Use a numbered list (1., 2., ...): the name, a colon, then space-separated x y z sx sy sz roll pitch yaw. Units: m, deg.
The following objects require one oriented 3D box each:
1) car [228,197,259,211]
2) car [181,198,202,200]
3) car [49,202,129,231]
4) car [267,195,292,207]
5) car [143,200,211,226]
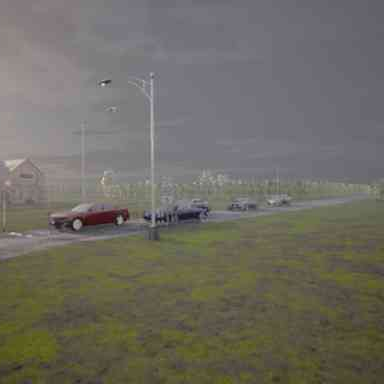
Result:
1. car: 5.607 1.276 35.928 1.994 1.385 4.181 0 0 37
2. car: -0.286 1.292 27.968 2.128 1.511 4.902 0 0 36
3. car: -6.084 1.366 20.120 1.882 1.535 5.008 0 0 36
4. car: 11.553 1.115 43.927 2.128 1.511 4.902 0 0 37
5. car: -0.945 1.435 22.244 1.895 1.301 4.718 0 0 37
